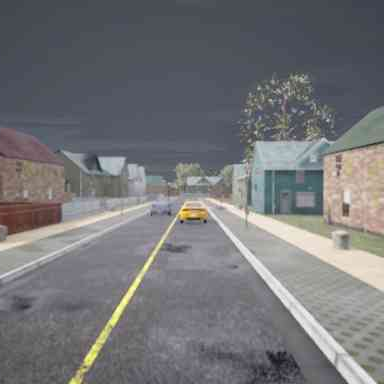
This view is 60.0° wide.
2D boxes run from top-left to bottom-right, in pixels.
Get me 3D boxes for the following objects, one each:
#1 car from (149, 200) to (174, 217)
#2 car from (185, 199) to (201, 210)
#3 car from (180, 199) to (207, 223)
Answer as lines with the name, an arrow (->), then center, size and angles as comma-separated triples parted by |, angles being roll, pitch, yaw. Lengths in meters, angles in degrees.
car -> -2.835, 1.493, 31.585 | 1.812, 1.442, 4.674 | 0, 0, 0
car -> 0.121, 1.558, 43.002 | 1.895, 1.301, 4.718 | 0, 0, 0
car -> 0.113, 1.451, 25.538 | 1.882, 1.535, 5.008 | 0, 0, 0
